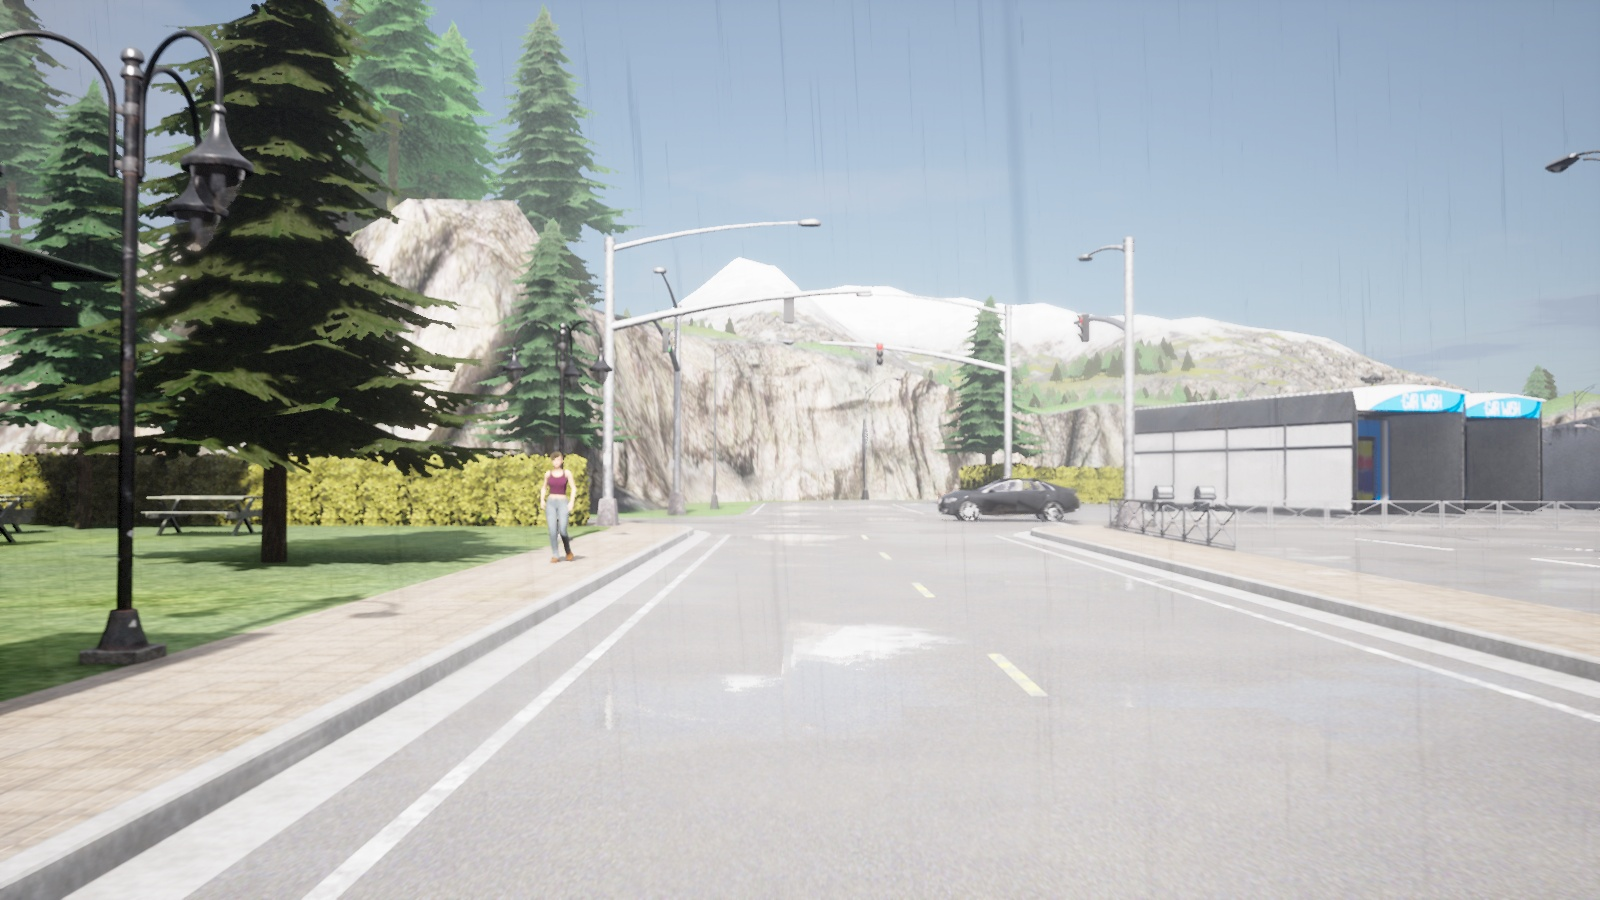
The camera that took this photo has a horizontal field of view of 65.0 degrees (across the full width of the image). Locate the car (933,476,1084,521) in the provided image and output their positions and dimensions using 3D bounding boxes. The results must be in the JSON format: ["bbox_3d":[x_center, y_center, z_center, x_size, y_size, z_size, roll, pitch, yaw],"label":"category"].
[{"bbox_3d":[7.193,1.656,43.726,4.902,1.511,2.128,0,-1,1],"label":"car"}]

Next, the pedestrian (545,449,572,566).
[{"bbox_3d":[-3.858,0.909,20.072,0.345,1.836,0.594,0,-1,-2],"label":"pedestrian"}]
